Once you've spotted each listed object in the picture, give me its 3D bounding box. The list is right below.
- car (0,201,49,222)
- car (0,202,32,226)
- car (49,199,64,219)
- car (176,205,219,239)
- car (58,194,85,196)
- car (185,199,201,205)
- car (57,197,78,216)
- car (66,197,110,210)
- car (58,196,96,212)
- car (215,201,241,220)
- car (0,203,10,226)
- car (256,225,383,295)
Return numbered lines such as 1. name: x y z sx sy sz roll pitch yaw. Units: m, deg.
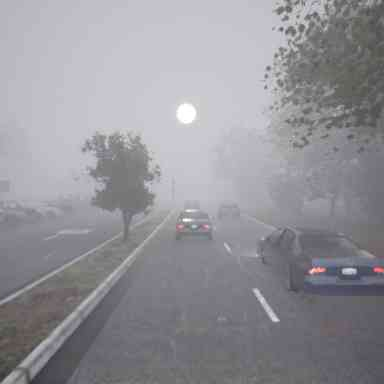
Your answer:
1. car: -13.864 1.461 25.753 4.553 1.767 2.185 -1 0 -20
2. car: -13.836 1.637 22.764 4.674 1.452 2.002 -1 0 -20
3. car: -13.834 1.616 28.764 4.674 1.452 2.002 -1 0 -20
4. car: 0.093 1.651 17.838 2.033 1.411 5.357 0 0 0
5. car: -13.807 1.262 40.783 5.566 2.045 2.435 -1 0 -20
6. car: 0.086 1.582 41.230 1.994 1.385 4.181 0 0 0
7. car: -13.823 1.561 31.764 5.008 1.535 2.097 -1 1 -20
8. car: -13.652 1.494 43.836 5.366 1.575 1.946 -1 0 -20
9. car: -13.802 1.557 37.781 4.792 1.488 2.163 -1 0 -20
10. car: 3.091 1.571 29.270 2.128 1.511 4.902 0 0 0
11. car: -13.860 1.626 19.739 4.792 1.488 2.163 -1 0 -20
12. car: 3.097 1.621 9.060 2.033 1.411 5.357 0 0 0
